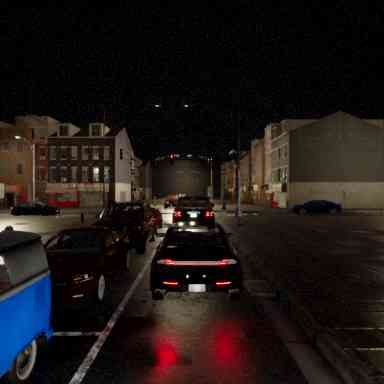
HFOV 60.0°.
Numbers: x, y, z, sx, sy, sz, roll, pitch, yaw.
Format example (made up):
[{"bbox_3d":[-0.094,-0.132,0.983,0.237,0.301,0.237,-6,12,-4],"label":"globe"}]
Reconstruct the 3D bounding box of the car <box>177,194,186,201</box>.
[{"bbox_3d":[-2.732,1.401,88.835,2.192,1.841,5.009,0,0,0],"label":"car"}]

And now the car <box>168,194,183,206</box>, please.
[{"bbox_3d":[-2.700,1.345,56.273,2.192,1.841,5.009,0,0,0],"label":"car"}]

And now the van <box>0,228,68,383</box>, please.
[{"bbox_3d":[-2.646,1.341,2.708,1.690,1.788,3.998,0,0,0],"label":"van"}]

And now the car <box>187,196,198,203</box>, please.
[{"bbox_3d":[0.032,1.541,68.781,2.128,1.511,4.902,0,0,0],"label":"car"}]

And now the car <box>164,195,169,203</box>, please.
[{"bbox_3d":[-2.689,1.334,45.419,2.192,1.841,5.009,0,0,0],"label":"car"}]

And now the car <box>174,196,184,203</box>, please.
[{"bbox_3d":[-2.714,1.606,72.553,2.008,1.369,4.403,0,0,0],"label":"car"}]

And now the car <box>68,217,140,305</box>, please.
[{"bbox_3d":[-2.651,1.544,8.142,1.887,1.381,4.507,0,0,0],"label":"car"}]

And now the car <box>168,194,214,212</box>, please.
[{"bbox_3d":[0.082,1.223,18.530,2.150,2.045,5.566,0,0,0],"label":"car"}]

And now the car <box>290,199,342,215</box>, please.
[{"bbox_3d":[12.567,1.494,33.797,5.008,1.535,1.882,0,0,0],"label":"car"}]

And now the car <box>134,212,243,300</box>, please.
[{"bbox_3d":[0.090,1.491,8.337,2.128,1.511,4.902,0,0,0],"label":"car"}]

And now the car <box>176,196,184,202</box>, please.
[{"bbox_3d":[-2.719,1.590,77.811,1.752,1.417,4.829,0,0,0],"label":"car"}]

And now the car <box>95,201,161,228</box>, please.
[{"bbox_3d":[-2.657,1.315,13.576,2.192,1.841,5.009,0,0,0],"label":"car"}]

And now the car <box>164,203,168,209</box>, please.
[{"bbox_3d":[-2.661,1.547,19.009,1.887,1.381,4.507,0,0,0],"label":"car"}]

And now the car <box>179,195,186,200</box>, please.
[{"bbox_3d":[-2.736,1.538,94.261,1.967,1.590,4.097,0,0,0],"label":"car"}]

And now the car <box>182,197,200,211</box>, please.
[{"bbox_3d":[-0.174,1.493,41.989,1.882,1.535,5.008,-1,0,-3],"label":"car"}]

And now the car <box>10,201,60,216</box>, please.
[{"bbox_3d":[-14.483,1.572,30.866,4.181,1.385,1.994,0,0,0],"label":"car"}]
